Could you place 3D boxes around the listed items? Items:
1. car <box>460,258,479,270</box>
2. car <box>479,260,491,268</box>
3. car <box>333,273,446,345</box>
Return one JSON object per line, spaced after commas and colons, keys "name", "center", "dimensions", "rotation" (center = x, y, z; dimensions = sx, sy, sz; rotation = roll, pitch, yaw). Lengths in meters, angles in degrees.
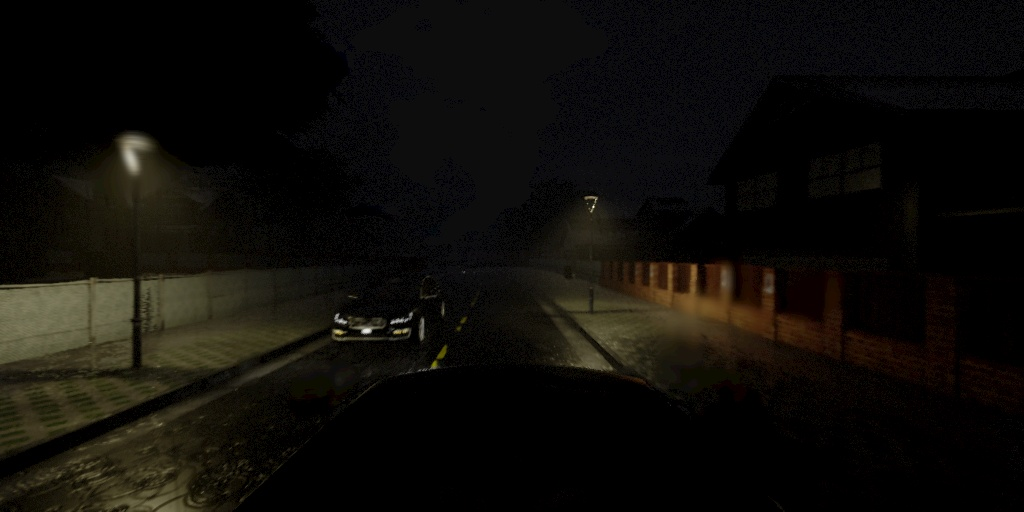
{"name": "car", "center": [-6.203, 1.162, 51.609], "dimensions": [1.895, 1.301, 4.718], "rotation": [0, 0, -8]}
{"name": "car", "center": [-5.912, 1.132, 58.139], "dimensions": [4.902, 1.511, 2.128], "rotation": [-1, 1, -9]}
{"name": "car", "center": [-2.985, 1.255, 9.647], "dimensions": [1.837, 1.490, 4.892], "rotation": [0, 0, -1]}
